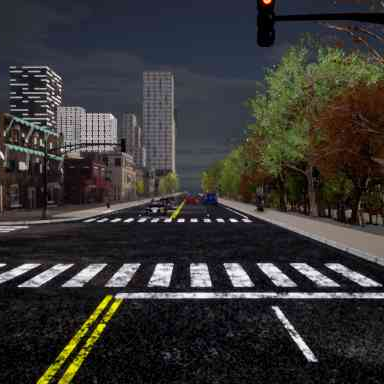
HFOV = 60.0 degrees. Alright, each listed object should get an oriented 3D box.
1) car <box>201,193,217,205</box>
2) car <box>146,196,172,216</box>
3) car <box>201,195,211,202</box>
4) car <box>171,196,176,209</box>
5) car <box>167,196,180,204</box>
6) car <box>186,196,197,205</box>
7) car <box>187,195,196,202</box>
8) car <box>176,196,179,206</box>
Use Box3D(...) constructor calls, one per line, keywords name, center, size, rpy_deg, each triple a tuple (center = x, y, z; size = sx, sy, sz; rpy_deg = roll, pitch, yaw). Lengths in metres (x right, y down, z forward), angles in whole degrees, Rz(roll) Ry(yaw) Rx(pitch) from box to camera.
Box3D(name="car", center=(3.212, 1.190, 58.497), size=(2.150, 2.045, 5.566), rpy_deg=(0, -1, 0))
Box3D(name="car", center=(-3.422, 1.481, 32.992), size=(2.128, 1.511, 4.902), rpy_deg=(0, 0, 0))
Box3D(name="car", center=(3.072, 1.448, 74.417), size=(1.882, 1.535, 5.008), rpy_deg=(0, 0, 0))
Box3D(name="car", center=(-3.440, 1.490, 43.041), size=(1.837, 1.490, 4.892), rpy_deg=(0, 0, 0))
Box3D(name="car", center=(-3.443, 1.468, 63.572), size=(2.128, 1.511, 4.902), rpy_deg=(0, 0, 1))
Box3D(name="car", center=(-0.041, 1.541, 59.504), size=(1.994, 1.385, 4.181), rpy_deg=(0, 0, 0))
Box3D(name="car", center=(-0.173, 1.510, 74.482), size=(2.033, 1.411, 5.357), rpy_deg=(0, 0, 0))
Box3D(name="car", center=(-3.456, 1.486, 53.181), size=(1.837, 1.490, 4.892), rpy_deg=(0, 0, 0))
